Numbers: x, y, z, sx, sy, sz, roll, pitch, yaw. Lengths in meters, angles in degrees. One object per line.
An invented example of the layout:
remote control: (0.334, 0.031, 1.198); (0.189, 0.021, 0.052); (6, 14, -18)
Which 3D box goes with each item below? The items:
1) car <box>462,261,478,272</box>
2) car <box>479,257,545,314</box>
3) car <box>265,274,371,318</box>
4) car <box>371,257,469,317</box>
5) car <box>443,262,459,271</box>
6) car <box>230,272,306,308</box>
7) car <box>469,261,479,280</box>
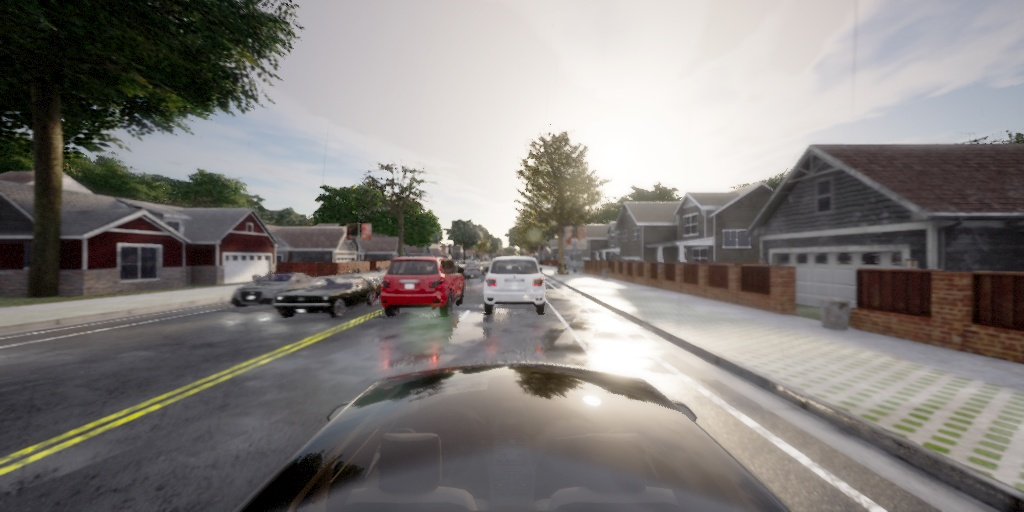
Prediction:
car: (-6.600, 1.618, 56.472); (1.837, 1.490, 4.892); (0, 0, 0)
car: (0.091, 1.051, 14.413); (2.150, 2.045, 5.566); (0, 0, 0)
car: (-6.608, 1.426, 13.450); (1.895, 1.301, 4.718); (0, 0, 0)
car: (-3.159, 1.047, 13.725); (2.150, 2.045, 5.566); (0, 0, 0)
car: (-9.843, 1.692, 58.125); (1.994, 1.385, 4.181); (0, 0, 0)
car: (-9.858, 1.403, 15.549); (1.994, 1.385, 4.181); (0, 0, 0)
car: (-3.172, 1.426, 31.049); (2.128, 1.511, 4.902); (0, 0, 0)
